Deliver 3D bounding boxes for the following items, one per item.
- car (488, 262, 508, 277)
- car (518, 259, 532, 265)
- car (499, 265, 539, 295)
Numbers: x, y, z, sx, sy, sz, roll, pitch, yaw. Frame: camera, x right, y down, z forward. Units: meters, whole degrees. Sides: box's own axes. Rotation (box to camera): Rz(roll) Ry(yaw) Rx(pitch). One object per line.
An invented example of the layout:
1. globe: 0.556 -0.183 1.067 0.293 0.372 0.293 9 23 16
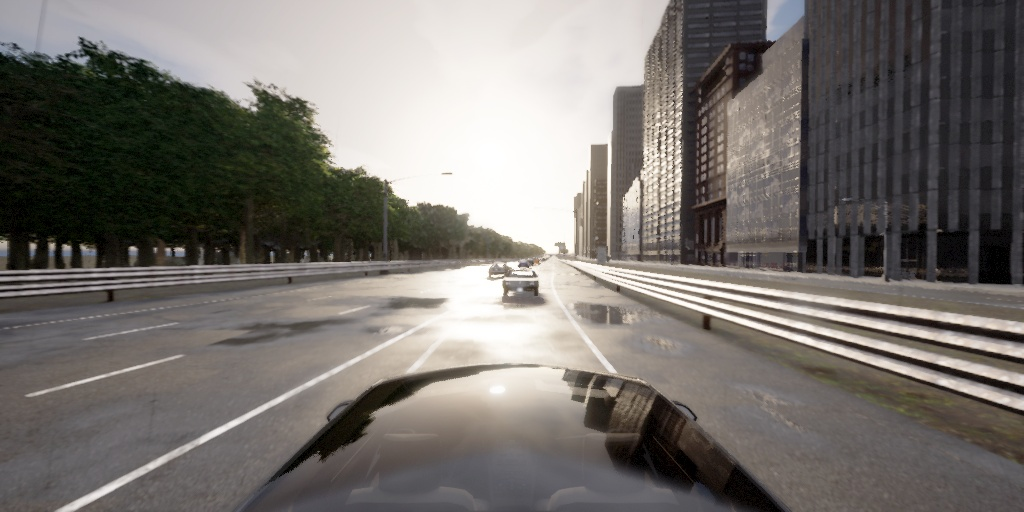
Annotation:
1. car: -1.188 1.359 36.385 2.033 1.411 5.357 1 0 7
2. car: 2.108 1.427 64.162 1.812 1.442 4.674 1 0 7
3. car: 0.595 1.392 20.209 1.895 1.301 4.718 0 0 5
